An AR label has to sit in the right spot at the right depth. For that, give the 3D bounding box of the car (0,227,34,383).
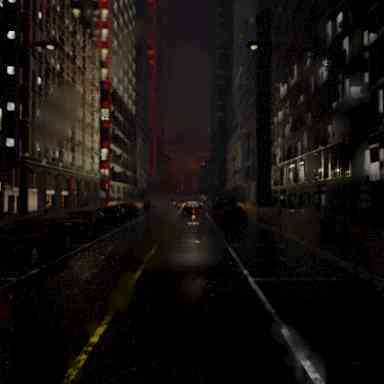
[{"bbox_3d":[-3.098,1.355,1.961,2.097,1.767,4.553,0,0,0],"label":"car"}]

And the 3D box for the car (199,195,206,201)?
[{"bbox_3d":[2.801,1.589,89.811,1.967,1.590,4.097,1,0,0],"label":"car"}]

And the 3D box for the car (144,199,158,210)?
[{"bbox_3d":[-5.629,1.622,45.113,2.008,1.369,4.403,1,0,0],"label":"car"}]

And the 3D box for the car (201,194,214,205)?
[{"bbox_3d":[2.774,1.415,61.926,2.192,1.841,5.009,1,0,0],"label":"car"}]

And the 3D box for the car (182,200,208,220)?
[{"bbox_3d":[0.130,1.645,28.046,1.895,1.301,4.718,0,0,0],"label":"car"}]

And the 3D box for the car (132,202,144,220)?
[{"bbox_3d":[-5.646,1.589,28.388,1.887,1.381,4.507,1,0,0],"label":"car"}]

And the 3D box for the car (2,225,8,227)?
[{"bbox_3d":[-5.670,1.560,6.087,2.008,1.369,4.403,1,0,0],"label":"car"}]

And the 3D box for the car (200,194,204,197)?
[{"bbox_3d":[2.766,1.530,56.348,1.967,1.590,4.097,1,0,0],"label":"car"}]

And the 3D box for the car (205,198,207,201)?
[{"bbox_3d":[2.745,1.645,39.617,1.802,1.307,4.206,1,0,0],"label":"car"}]

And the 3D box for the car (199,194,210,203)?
[{"bbox_3d":[2.786,1.434,73.081,2.192,1.841,5.009,1,0,0],"label":"car"}]

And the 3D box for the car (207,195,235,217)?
[{"bbox_3d":[2.739,1.360,28.463,2.192,1.841,5.009,1,0,0],"label":"car"}]

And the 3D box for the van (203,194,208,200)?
[{"bbox_3d":[2.756,1.413,45.194,1.690,1.788,3.998,1,0,0],"label":"van"}]

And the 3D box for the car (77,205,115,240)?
[{"bbox_3d":[-5.658,1.577,17.237,2.008,1.369,4.403,1,0,0],"label":"car"}]

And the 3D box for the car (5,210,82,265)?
[{"bbox_3d":[-5.664,1.563,11.662,1.887,1.381,4.507,1,0,0],"label":"car"}]

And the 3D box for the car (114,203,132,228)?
[{"bbox_3d":[-5.653,1.601,22.813,1.947,1.339,4.313,1,0,0],"label":"car"}]

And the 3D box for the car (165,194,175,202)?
[{"bbox_3d":[-5.583,1.453,84.139,2.192,1.841,5.009,1,0,0],"label":"car"}]

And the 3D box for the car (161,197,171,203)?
[{"bbox_3d":[-5.600,1.700,72.989,1.802,1.307,4.206,1,0,0],"label":"car"}]

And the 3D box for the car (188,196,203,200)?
[{"bbox_3d":[0.148,1.596,44.824,1.812,1.442,4.674,0,0,0],"label":"car"}]

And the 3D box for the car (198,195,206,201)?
[{"bbox_3d":[2.807,1.599,95.389,1.967,1.590,4.097,1,0,0],"label":"car"}]

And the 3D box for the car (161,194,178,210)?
[{"bbox_3d":[-3.036,1.422,44.931,2.097,1.767,4.553,0,0,0],"label":"car"}]

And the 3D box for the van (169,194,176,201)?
[{"bbox_3d":[-5.581,1.499,95.290,1.690,1.788,3.998,1,0,0],"label":"van"}]

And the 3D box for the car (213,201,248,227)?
[{"bbox_3d":[2.728,1.581,22.885,1.887,1.381,4.507,1,0,0],"label":"car"}]
